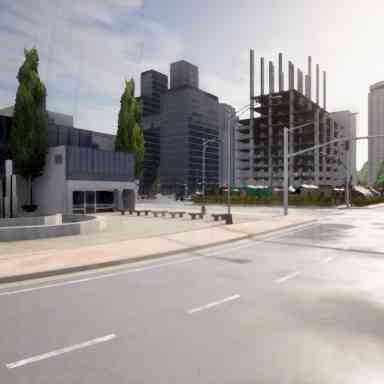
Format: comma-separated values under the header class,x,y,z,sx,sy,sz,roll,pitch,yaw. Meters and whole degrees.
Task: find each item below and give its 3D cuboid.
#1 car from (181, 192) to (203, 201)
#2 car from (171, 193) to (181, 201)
class,x,y,z,sx,sy,sz,roll,pitch,yaw
car,-0.060,1.395,74.919,1.970,1.475,3.806,0,0,37
car,-2.358,1.156,76.680,1.905,1.878,3.866,0,0,37
